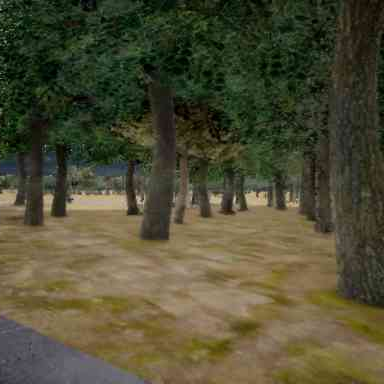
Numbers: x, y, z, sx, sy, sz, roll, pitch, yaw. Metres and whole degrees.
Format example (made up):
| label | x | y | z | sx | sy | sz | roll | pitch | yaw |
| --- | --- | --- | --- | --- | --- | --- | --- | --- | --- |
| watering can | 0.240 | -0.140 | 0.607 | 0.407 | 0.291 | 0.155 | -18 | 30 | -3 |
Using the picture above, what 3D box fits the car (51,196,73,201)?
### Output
| label | x | y | z | sx | sy | sz | roll | pitch | yaw |
| --- | --- | --- | --- | --- | --- | --- | --- | --- | --- |
| car | -30.882 | 1.592 | 79.065 | 1.895 | 1.301 | 4.718 | 2 | -1 | 37 |
